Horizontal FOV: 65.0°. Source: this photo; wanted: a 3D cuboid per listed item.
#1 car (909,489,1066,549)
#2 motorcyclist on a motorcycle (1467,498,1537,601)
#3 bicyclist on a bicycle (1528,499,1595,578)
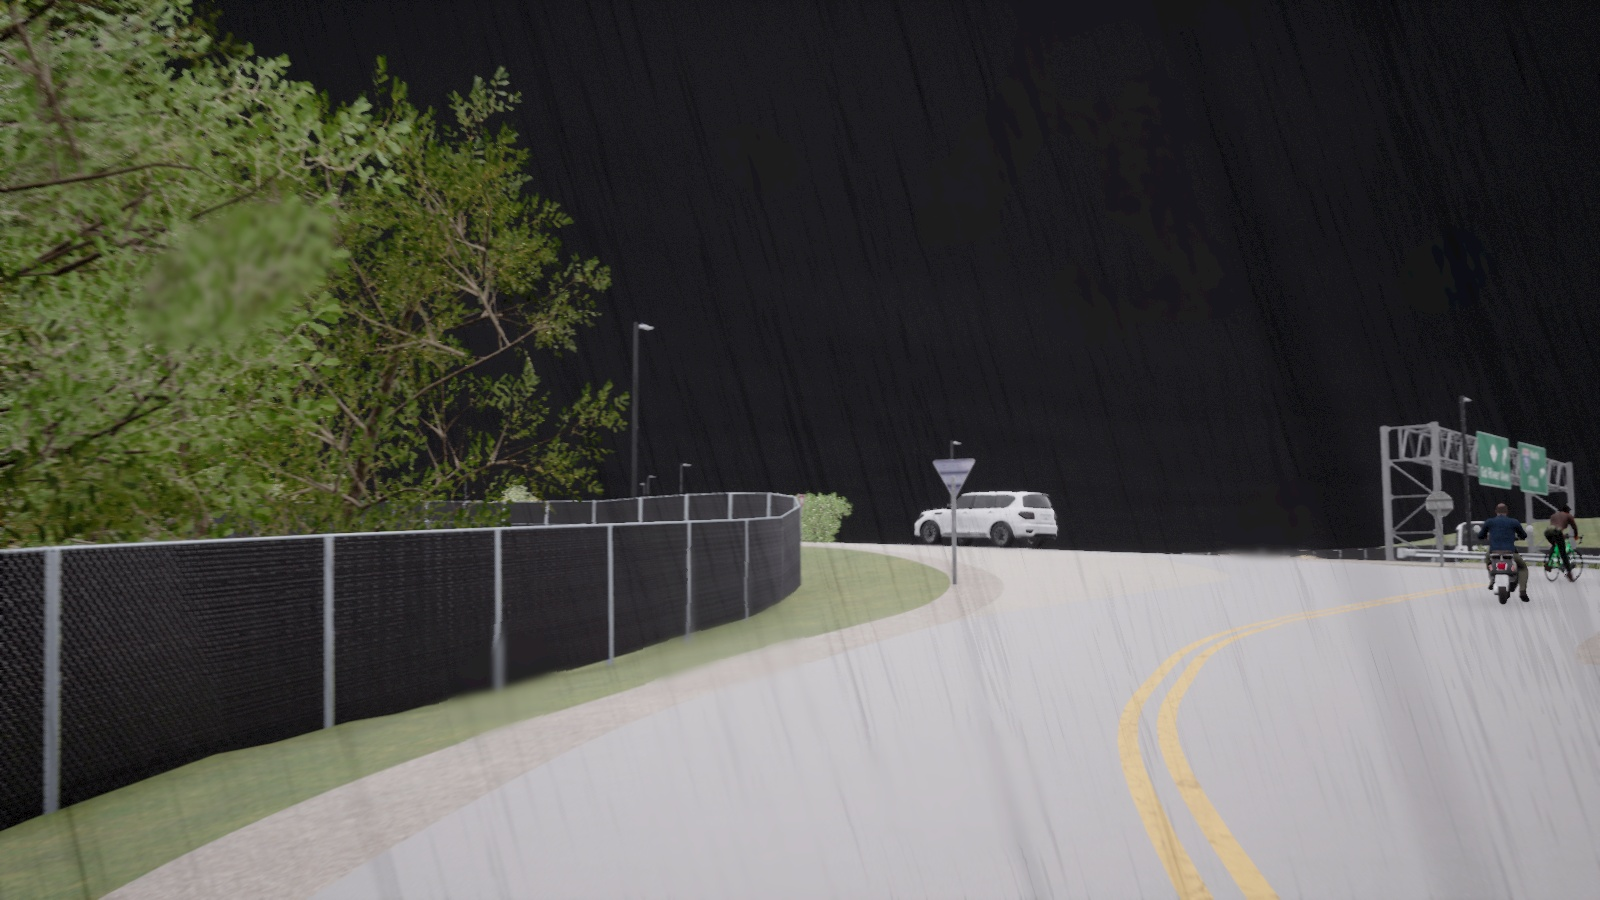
[{"bbox_3d":[6.835,2.531,46.262,2.150,2.045,5.566,5,-5,-43],"label":"car"},{"bbox_3d":[11.443,1.585,20.435,0.866,1.590,1.817,-3,-3,31],"label":"motorcyclist on a motorcycle"},{"bbox_3d":[16.193,1.870,26.696,1.656,1.620,0.582,2,-4,-35],"label":"bicyclist on a bicycle"}]
